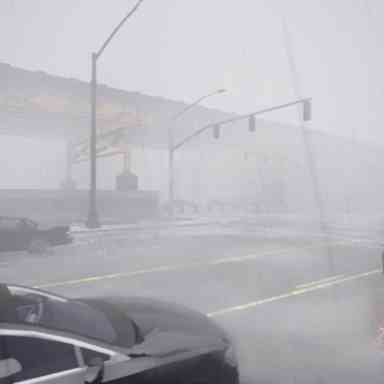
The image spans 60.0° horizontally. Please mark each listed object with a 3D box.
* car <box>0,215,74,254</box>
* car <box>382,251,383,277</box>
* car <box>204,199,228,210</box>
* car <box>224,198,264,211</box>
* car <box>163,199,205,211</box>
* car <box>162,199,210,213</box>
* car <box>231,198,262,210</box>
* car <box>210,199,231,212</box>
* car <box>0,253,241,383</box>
[{"bbox_3d":[-7.089,1.553,11.824,5.357,1.411,2.033,0,0,-35],"label":"car"},{"bbox_3d":[6.744,1.570,8.533,4.892,1.490,1.837,0,0,-35],"label":"car"},{"bbox_3d":[2.967,1.452,40.527,1.853,1.218,4.536,0,0,18],"label":"car"},{"bbox_3d":[6.873,1.642,44.223,4.974,1.542,2.038,0,0,-7],"label":"car"},{"bbox_3d":[-0.855,1.423,37.813,4.536,1.218,1.853,0,0,8],"label":"car"},{"bbox_3d":[-0.805,1.581,37.806,4.974,1.542,2.038,0,0,8],"label":"car"},{"bbox_3d":[6.823,1.484,44.217,4.536,1.218,1.853,0,0,-7],"label":"car"},{"bbox_3d":[2.950,1.609,40.477,2.038,1.542,4.974,0,0,18],"label":"car"},{"bbox_3d":[-1.758,1.491,2.502,4.902,1.511,2.128,0,0,-35],"label":"car"}]
